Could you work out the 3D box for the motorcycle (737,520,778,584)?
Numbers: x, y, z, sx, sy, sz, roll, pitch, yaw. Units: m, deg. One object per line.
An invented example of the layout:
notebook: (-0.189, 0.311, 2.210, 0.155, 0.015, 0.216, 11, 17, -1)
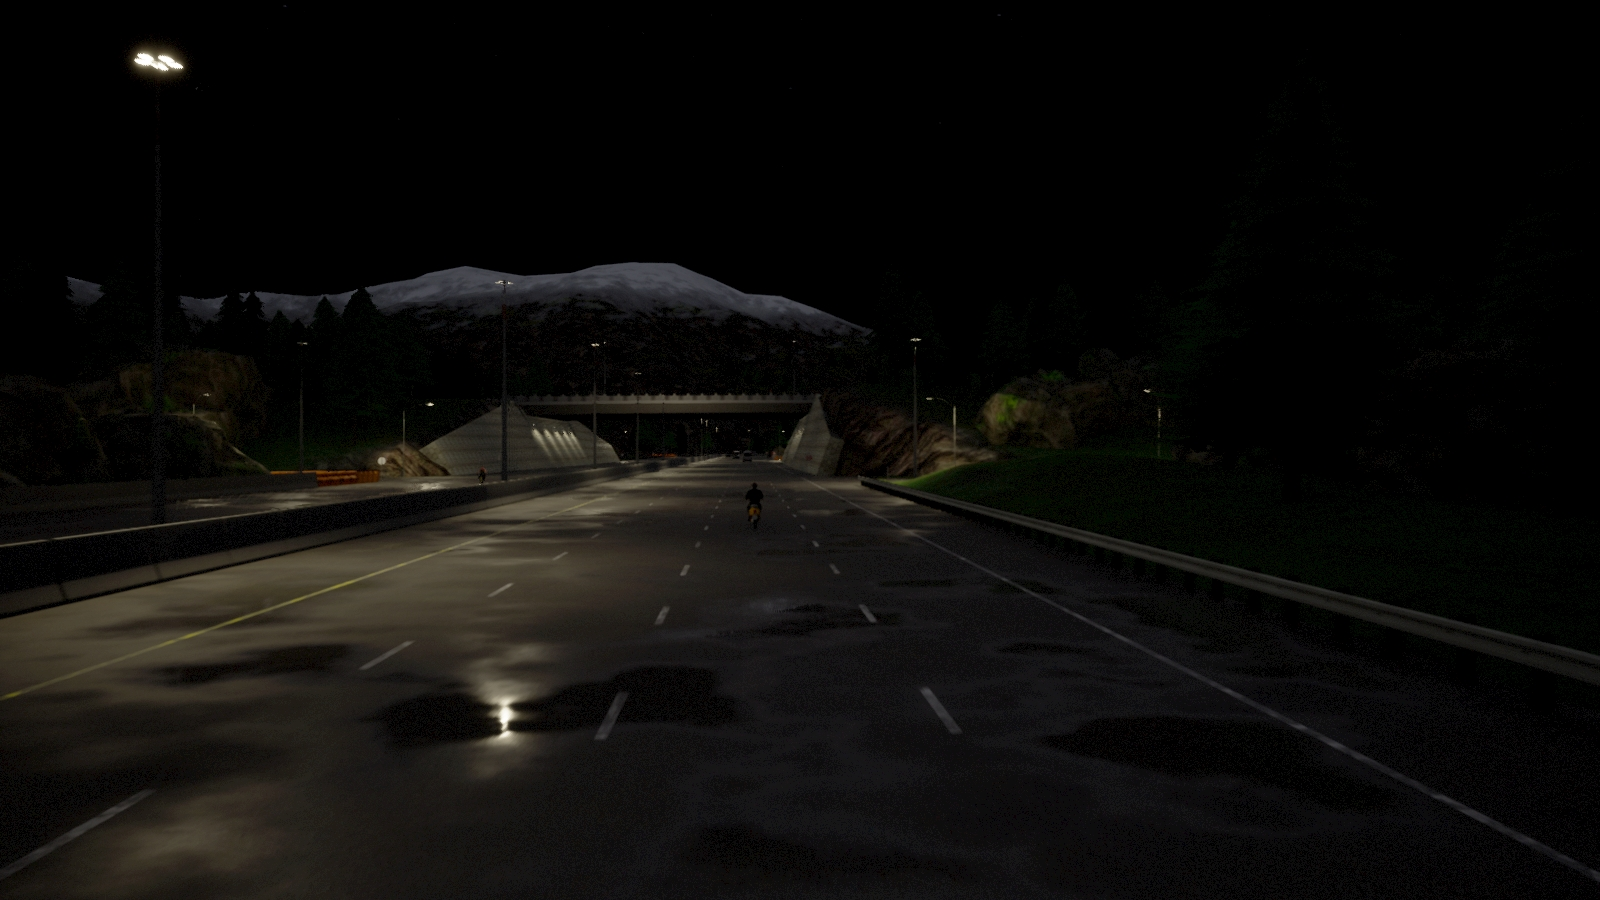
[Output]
motorcycle: (-0.925, 2.183, 24.788, 0.856, 1.236, 1.805, 0, 0, -3)
